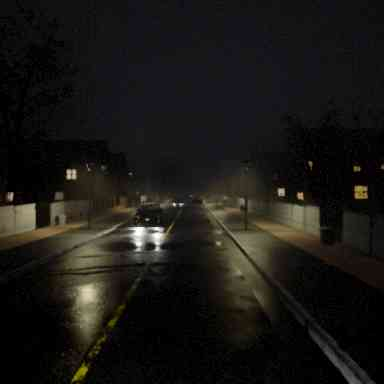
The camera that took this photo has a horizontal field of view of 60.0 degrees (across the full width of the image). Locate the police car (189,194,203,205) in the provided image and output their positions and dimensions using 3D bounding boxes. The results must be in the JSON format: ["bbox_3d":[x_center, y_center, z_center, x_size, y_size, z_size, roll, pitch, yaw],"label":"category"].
[{"bbox_3d":[0.868,1.386,56.821,1.930,1.638,5.238,0,0,0],"label":"police car"}]

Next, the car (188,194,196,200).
[{"bbox_3d":[0.068,1.369,91.133,2.128,1.511,4.902,0,0,0],"label":"car"}]

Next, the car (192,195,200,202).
[{"bbox_3d":[0.880,1.397,72.904,1.801,1.575,5.366,0,0,0],"label":"car"}]

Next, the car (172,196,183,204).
[{"bbox_3d":[-2.715,1.515,64.235,1.994,1.385,4.181,0,0,0],"label":"car"}]

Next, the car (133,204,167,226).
[{"bbox_3d":[-2.830,1.554,23.060,1.994,1.385,4.181,0,0,0],"label":"car"}]

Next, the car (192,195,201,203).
[{"bbox_3d":[0.875,1.404,66.904,1.801,1.575,5.366,0,0,0],"label":"car"}]
